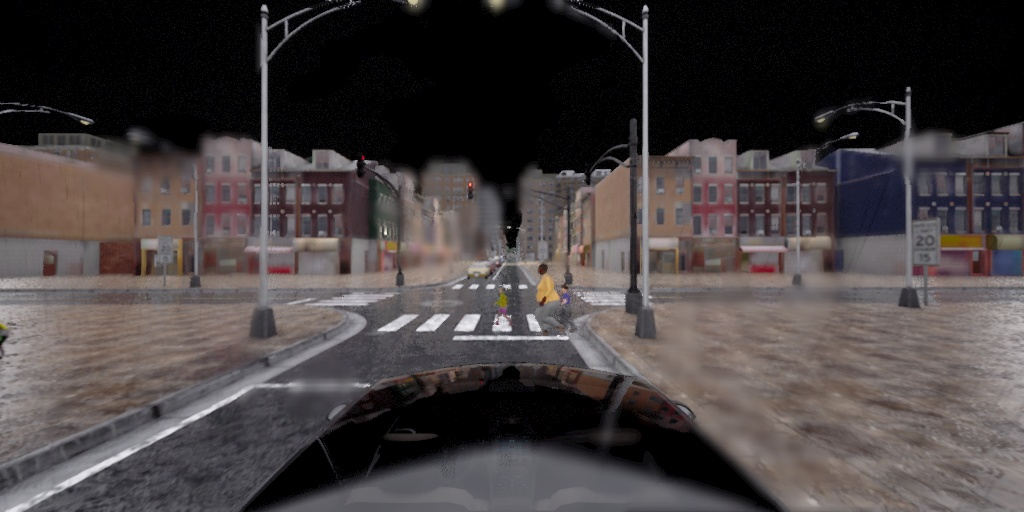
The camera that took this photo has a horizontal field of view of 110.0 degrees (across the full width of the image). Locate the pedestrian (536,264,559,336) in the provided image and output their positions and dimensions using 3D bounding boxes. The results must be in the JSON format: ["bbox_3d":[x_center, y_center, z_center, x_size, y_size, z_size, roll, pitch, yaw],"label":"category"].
[{"bbox_3d":[0.845,1.004,8.603,0.375,1.860,0.375,0,0,0],"label":"pedestrian"}]

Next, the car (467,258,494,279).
[{"bbox_3d":[-2.727,1.129,29.889,1.751,1.417,4.829,0,0,0],"label":"car"}]

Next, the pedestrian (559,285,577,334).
[{"bbox_3d":[1.450,1.280,9.257,0.375,1.300,0.375,0,0,0],"label":"pedestrian"}]

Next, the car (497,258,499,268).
[{"bbox_3d":[-2.765,1.139,41.269,1.802,1.307,4.207,0,0,0],"label":"car"}]

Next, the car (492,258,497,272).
[{"bbox_3d":[-2.746,1.125,35.664,1.888,1.381,4.507,0,0,0],"label":"car"}]

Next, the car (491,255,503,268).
[{"bbox_3d":[-2.801,0.957,52.479,1.967,1.591,4.097,0,0,0],"label":"car"}]

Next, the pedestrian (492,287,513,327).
[{"bbox_3d":[-0.213,1.378,9.801,0.500,1.100,0.500,0,0,0],"label":"pedestrian"}]
